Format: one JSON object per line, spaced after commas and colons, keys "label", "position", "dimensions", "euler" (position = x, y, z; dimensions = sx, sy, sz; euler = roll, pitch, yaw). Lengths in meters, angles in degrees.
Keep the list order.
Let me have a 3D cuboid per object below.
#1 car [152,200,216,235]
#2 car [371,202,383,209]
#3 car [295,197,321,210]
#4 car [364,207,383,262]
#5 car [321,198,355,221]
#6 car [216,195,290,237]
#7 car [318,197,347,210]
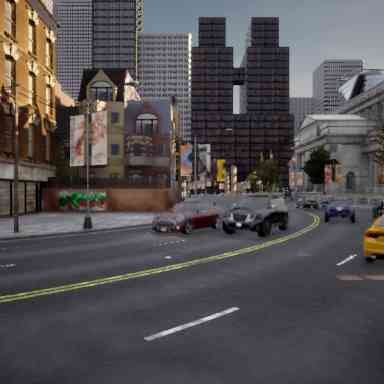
{"label": "car", "position": [-0.209, 1.336, 18.933], "dimensions": [2.097, 1.767, 4.553], "euler": [0, 0, 34]}
{"label": "car", "position": [15.005, 1.481, 25.416], "dimensions": [2.128, 1.511, 4.902], "euler": [0, 0, 20]}
{"label": "car", "position": [14.714, 1.479, 42.866], "dimensions": [1.837, 1.490, 4.892], "euler": [0, 0, 3]}
{"label": "car", "position": [7.297, 1.473, 11.384], "dimensions": [1.882, 1.535, 5.008], "euler": [0, 0, 38]}
{"label": "car", "position": [11.830, 1.338, 26.951], "dimensions": [2.097, 1.767, 4.553], "euler": [0, 0, 20]}
{"label": "car", "position": [3.723, 1.208, 18.382], "dimensions": [2.150, 2.045, 5.566], "euler": [0, 0, 32]}
{"label": "car", "position": [18.233, 1.454, 43.364], "dimensions": [1.882, 1.535, 5.008], "euler": [0, 0, 3]}
